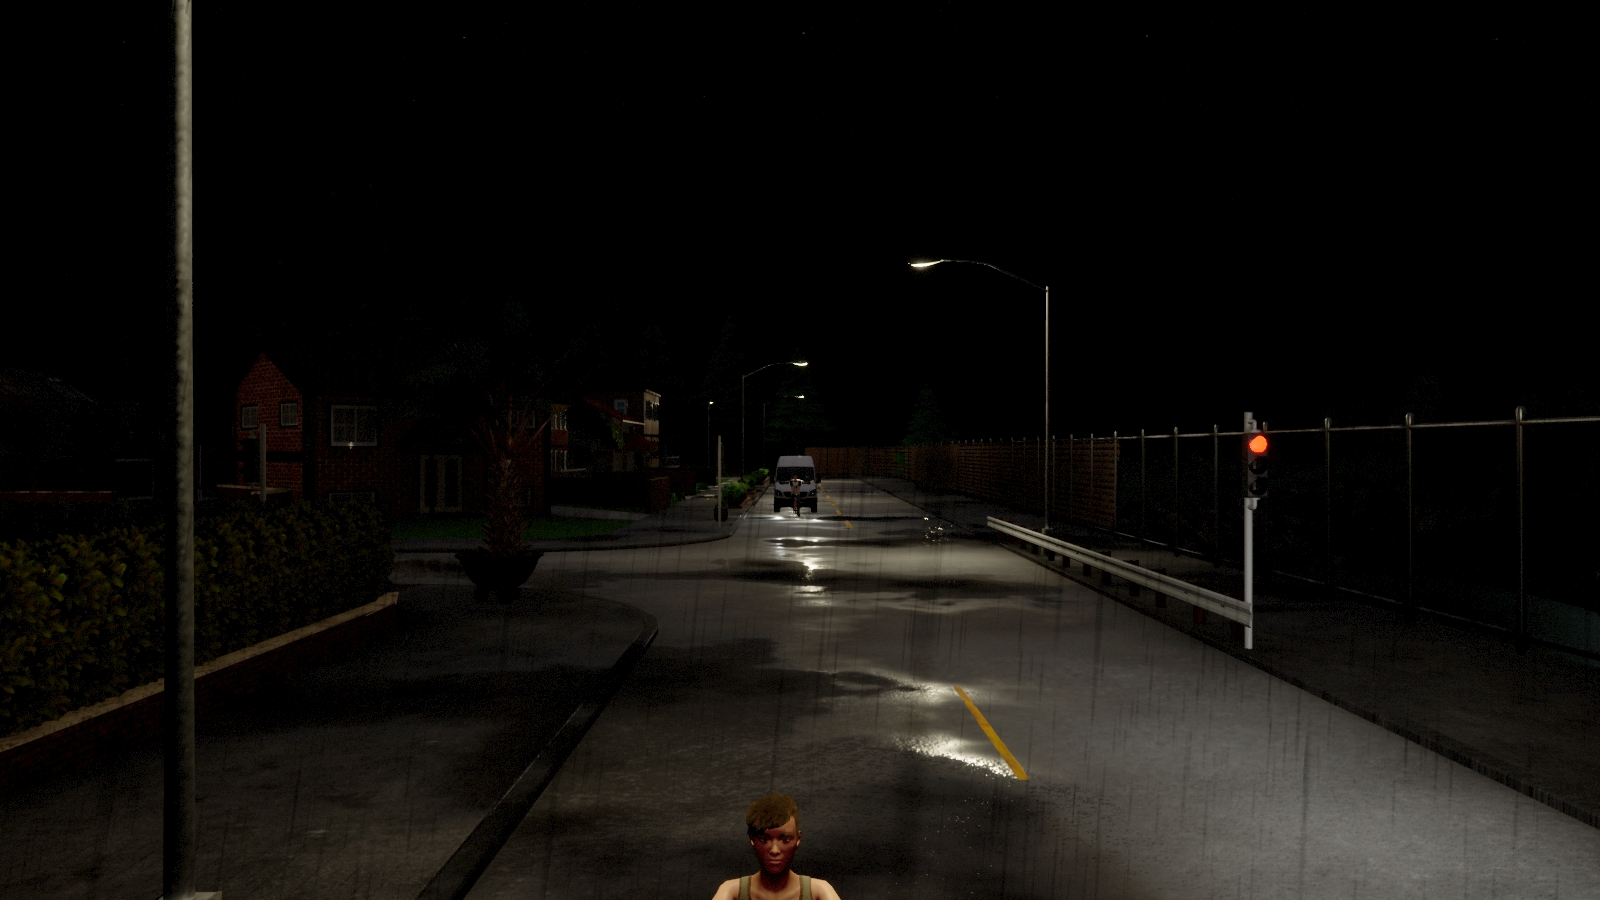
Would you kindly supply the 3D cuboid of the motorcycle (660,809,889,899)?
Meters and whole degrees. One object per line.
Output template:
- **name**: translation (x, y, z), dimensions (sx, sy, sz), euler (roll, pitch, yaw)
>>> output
- **motorcycle**: translation (-0.084, 2.157, 3.590), dimensions (0.764, 1.307, 2.356), euler (0, 0, -1)
